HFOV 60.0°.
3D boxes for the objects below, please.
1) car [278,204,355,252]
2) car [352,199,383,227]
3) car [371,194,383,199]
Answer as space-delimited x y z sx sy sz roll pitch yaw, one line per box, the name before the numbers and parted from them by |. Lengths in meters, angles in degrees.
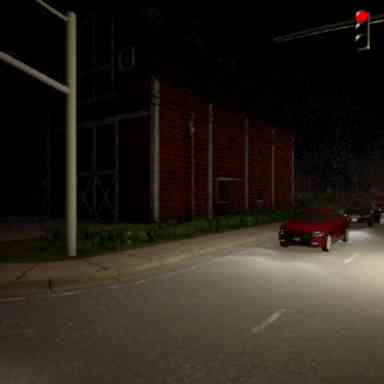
car | 5.354 1.475 14.331 1.882 1.535 5.008 0 0 37
car | 11.577 1.479 22.720 2.128 1.511 4.902 0 0 37
car | 17.951 1.198 31.307 2.150 2.045 5.566 0 0 37
